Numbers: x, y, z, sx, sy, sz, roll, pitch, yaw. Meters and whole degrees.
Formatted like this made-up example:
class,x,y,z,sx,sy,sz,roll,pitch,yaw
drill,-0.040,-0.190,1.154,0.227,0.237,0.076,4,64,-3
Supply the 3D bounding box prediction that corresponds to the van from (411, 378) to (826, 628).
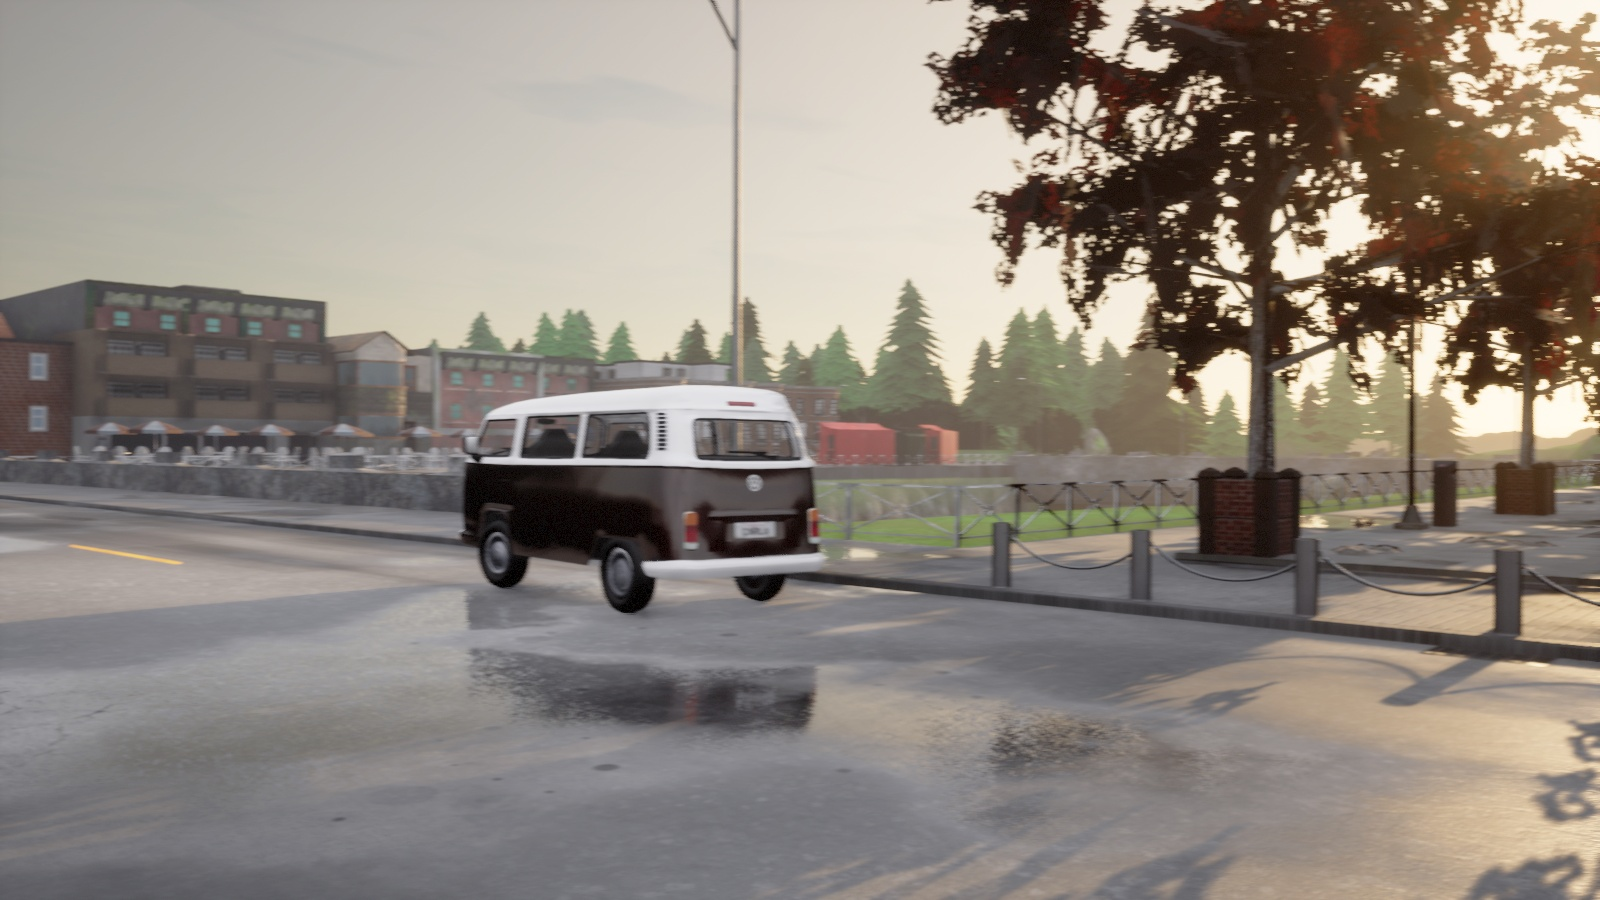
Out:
class,x,y,z,sx,sy,sz,roll,pitch,yaw
van,-1.996,0.431,12.607,2.069,2.038,4.480,0,0,-40
